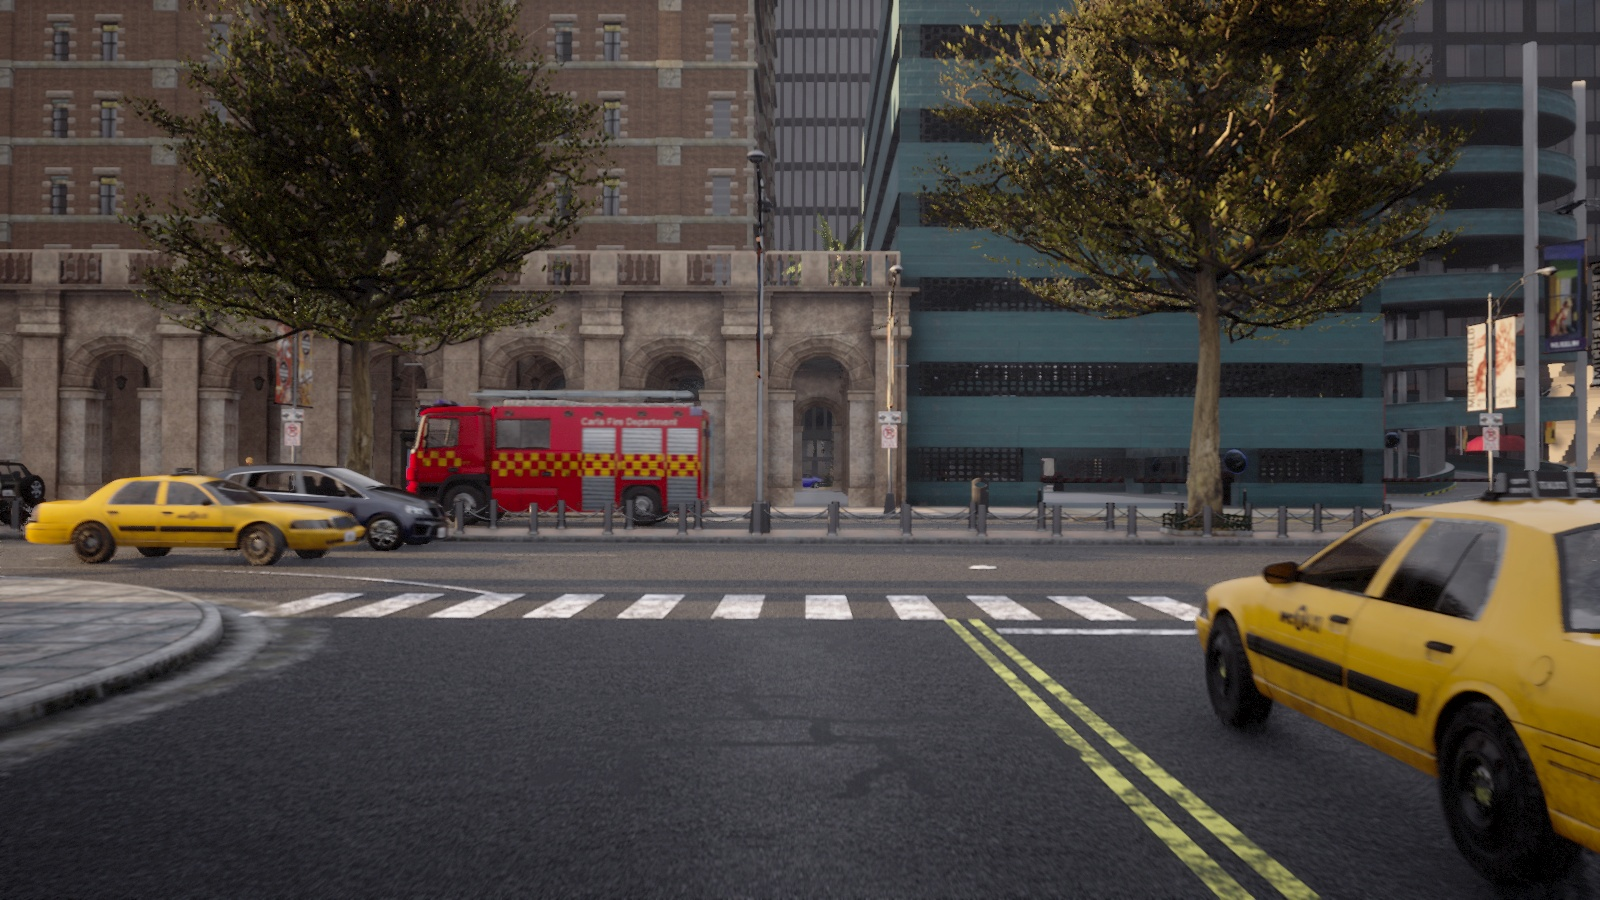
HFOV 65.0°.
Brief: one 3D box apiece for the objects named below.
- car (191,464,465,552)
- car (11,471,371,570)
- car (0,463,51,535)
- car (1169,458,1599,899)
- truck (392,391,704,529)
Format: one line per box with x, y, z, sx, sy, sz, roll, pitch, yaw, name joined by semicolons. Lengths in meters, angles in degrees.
-9.309;1.123;25.064;4.611;1.667;2.242;0;-1;1;car
-10.254;1.157;21.310;5.366;1.575;1.801;0;-1;7;car
-22.717;1.288;33.243;4.605;1.855;1.932;0;-1;1;car
3.485;0.843;6.059;1.801;1.575;5.366;0;-1;0;car
-7.163;0.300;36.552;8.468;3.827;2.891;0;-1;1;truck
